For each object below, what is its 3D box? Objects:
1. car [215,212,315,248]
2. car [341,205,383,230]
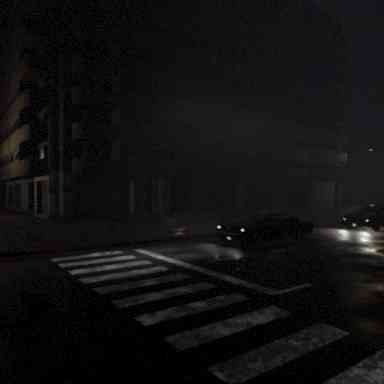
[{"bbox_3d":[3.333,1.584,14.944,4.718,1.301,1.895,0,0,-35],"label":"car"},{"bbox_3d":[11.556,1.516,20.884,5.357,1.411,2.033,0,0,-36],"label":"car"}]
